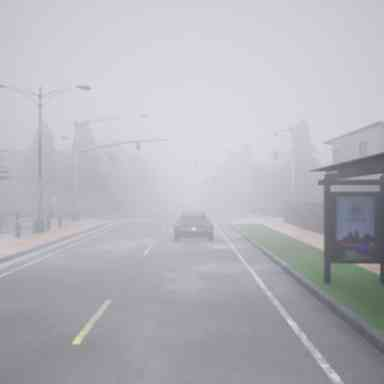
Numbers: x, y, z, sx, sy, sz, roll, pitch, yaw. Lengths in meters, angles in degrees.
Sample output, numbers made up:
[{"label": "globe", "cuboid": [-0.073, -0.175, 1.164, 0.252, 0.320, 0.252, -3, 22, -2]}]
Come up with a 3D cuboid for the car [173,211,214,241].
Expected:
[{"label": "car", "cuboid": [0.080, 1.685, 17.411, 1.994, 1.385, 4.181, 0, 0, 0]}]
